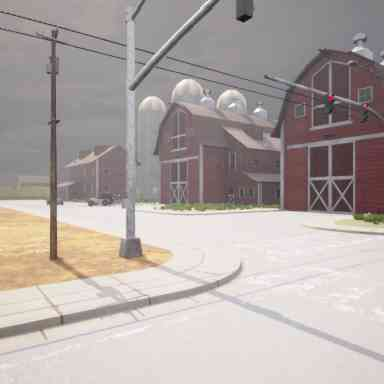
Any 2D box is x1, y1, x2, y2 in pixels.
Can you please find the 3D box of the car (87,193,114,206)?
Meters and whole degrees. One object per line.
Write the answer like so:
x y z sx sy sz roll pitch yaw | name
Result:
-13.842 1.118 50.567 3.866 1.878 1.905 -2 5 11 | car

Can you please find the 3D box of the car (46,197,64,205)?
-23.312 1.537 56.553 1.994 1.385 4.181 0 0 -36 | car
